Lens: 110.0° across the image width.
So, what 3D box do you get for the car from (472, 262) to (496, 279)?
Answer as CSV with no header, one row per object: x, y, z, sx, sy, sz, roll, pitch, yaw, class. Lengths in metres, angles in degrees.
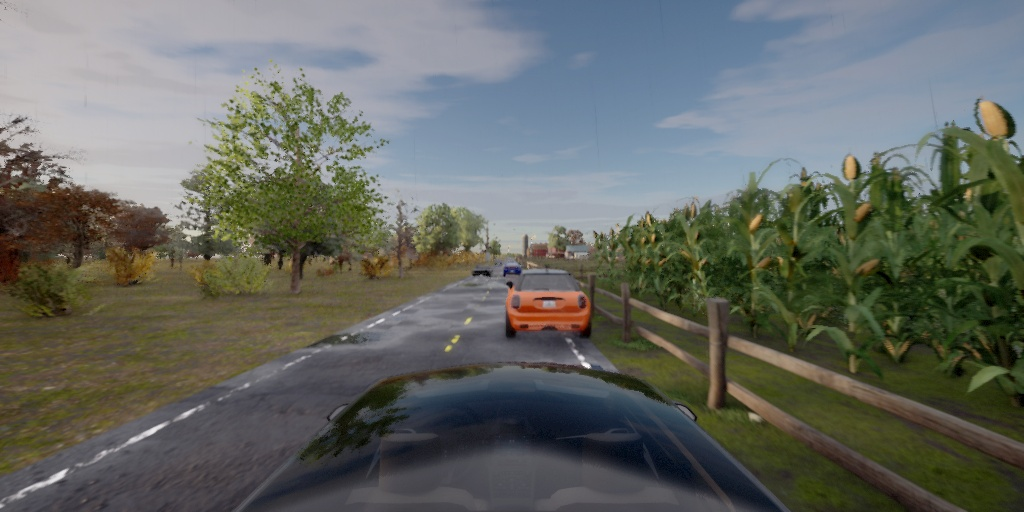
-2.880,1.512,35.615,1.895,1.301,4.718,0,0,0,car

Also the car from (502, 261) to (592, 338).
0.893,1.147,10.496,2.097,1.767,4.553,0,0,1,car

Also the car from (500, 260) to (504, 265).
0.041,1.403,38.856,1.882,1.535,5.008,0,0,0,car
